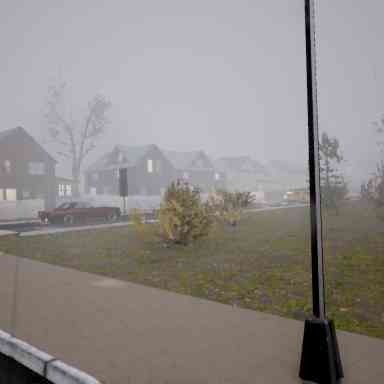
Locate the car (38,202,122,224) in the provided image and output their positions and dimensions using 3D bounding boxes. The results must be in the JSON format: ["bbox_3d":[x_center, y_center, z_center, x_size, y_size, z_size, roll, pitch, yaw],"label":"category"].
[{"bbox_3d":[-6.726,1.253,20.442,1.895,1.301,4.718,-2,-1,43],"label":"car"}]

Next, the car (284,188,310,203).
[{"bbox_3d":[13.946,0.594,42.269,1.882,1.535,5.008,-2,-1,44],"label":"car"}]
